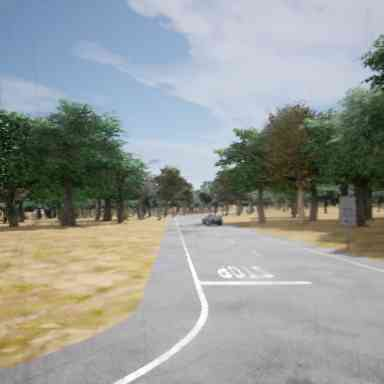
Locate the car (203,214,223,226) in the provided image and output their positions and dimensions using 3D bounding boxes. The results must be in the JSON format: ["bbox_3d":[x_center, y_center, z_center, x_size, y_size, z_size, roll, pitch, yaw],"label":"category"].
[{"bbox_3d":[3.283,4.068,48.940,2.097,1.767,4.553,1,-3,-3],"label":"car"}]
